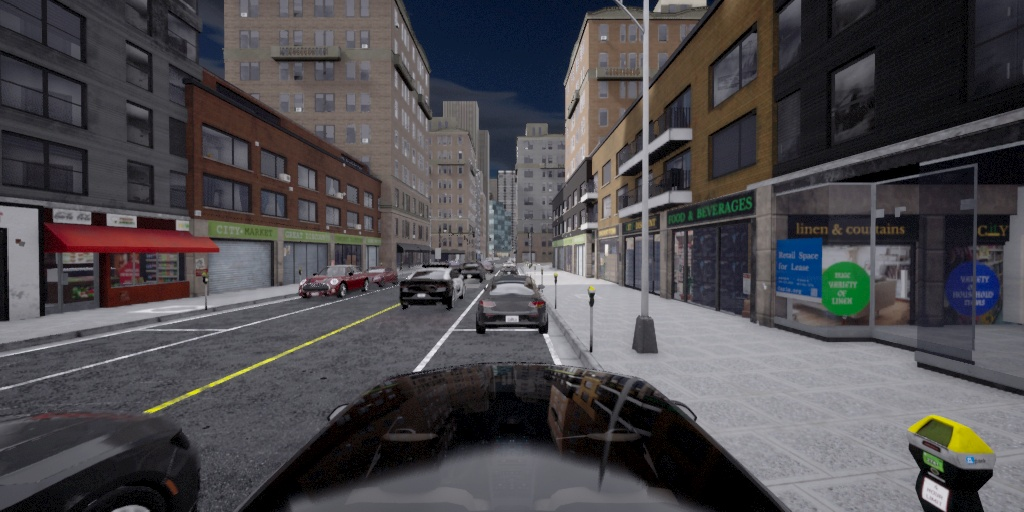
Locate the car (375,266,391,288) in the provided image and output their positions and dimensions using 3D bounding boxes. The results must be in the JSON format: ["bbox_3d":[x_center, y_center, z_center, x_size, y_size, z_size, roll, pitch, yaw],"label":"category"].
[{"bbox_3d":[-8.814,1.325,23.617,1.802,1.307,4.207,0,0,0],"label":"car"}]

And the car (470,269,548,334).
[{"bbox_3d":[0.003,1.273,10.502,1.812,1.442,4.674,0,0,0],"label":"car"}]

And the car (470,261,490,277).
[{"bbox_3d":[-3.063,1.242,28.209,1.837,1.490,4.892,0,-1,0],"label":"car"}]

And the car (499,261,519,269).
[{"bbox_3d":[-0.273,1.287,34.789,2.007,1.370,4.403,0,0,0],"label":"car"}]

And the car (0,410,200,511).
[{"bbox_3d":[-3.056,1.254,0.429,1.837,1.490,4.892,0,0,0],"label":"car"}]

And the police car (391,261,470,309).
[{"bbox_3d":[-3.146,1.171,15.019,1.930,1.638,5.238,0,0,0],"label":"police car"}]

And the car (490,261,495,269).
[{"bbox_3d":[-3.061,1.277,42.582,2.033,1.411,5.357,0,0,0],"label":"car"}]

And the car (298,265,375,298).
[{"bbox_3d":[-8.815,1.185,18.031,1.967,1.591,4.097,0,0,0],"label":"car"}]
